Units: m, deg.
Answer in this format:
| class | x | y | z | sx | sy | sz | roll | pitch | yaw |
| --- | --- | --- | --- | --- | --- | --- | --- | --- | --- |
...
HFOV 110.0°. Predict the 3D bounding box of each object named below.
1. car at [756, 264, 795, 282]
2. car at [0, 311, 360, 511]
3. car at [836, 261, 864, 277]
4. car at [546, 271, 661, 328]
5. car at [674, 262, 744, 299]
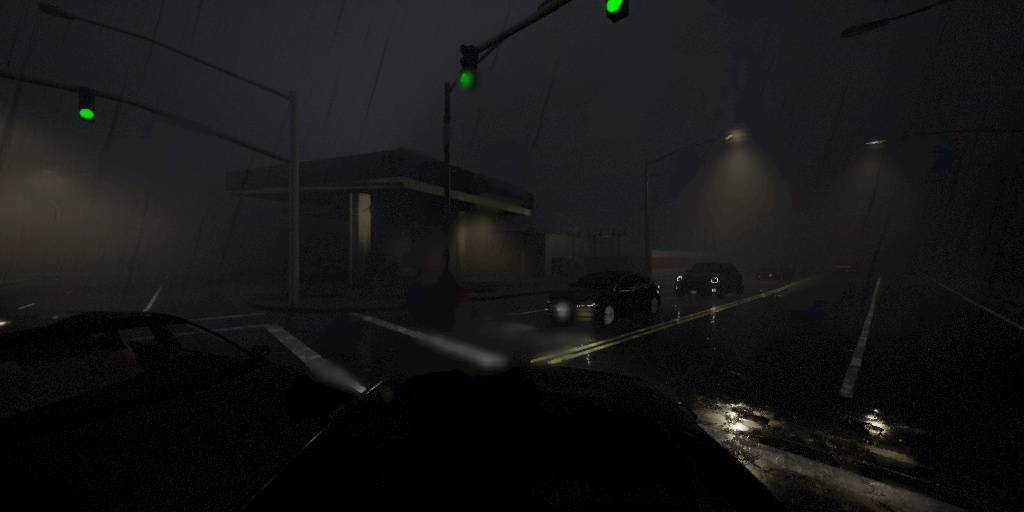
| class | x | y | z | sx | sy | sz | roll | pitch | yaw |
| --- | --- | --- | --- | --- | --- | --- | --- | --- | --- |
| car | 21.427 | 1.327 | 29.108 | 4.181 | 1.385 | 1.994 | 0 | 0 | -43 |
| car | -3.365 | 1.239 | 2.752 | 4.902 | 1.511 | 2.128 | 0 | 0 | 16 |
| car | 34.366 | 1.262 | 36.512 | 4.902 | 1.511 | 2.128 | 0 | 0 | -44 |
| car | 3.130 | 1.256 | 11.632 | 4.892 | 1.490 | 1.837 | 0 | 0 | -44 |
| car | 10.114 | 1.108 | 18.329 | 4.553 | 1.767 | 2.097 | 0 | 0 | -44 |
